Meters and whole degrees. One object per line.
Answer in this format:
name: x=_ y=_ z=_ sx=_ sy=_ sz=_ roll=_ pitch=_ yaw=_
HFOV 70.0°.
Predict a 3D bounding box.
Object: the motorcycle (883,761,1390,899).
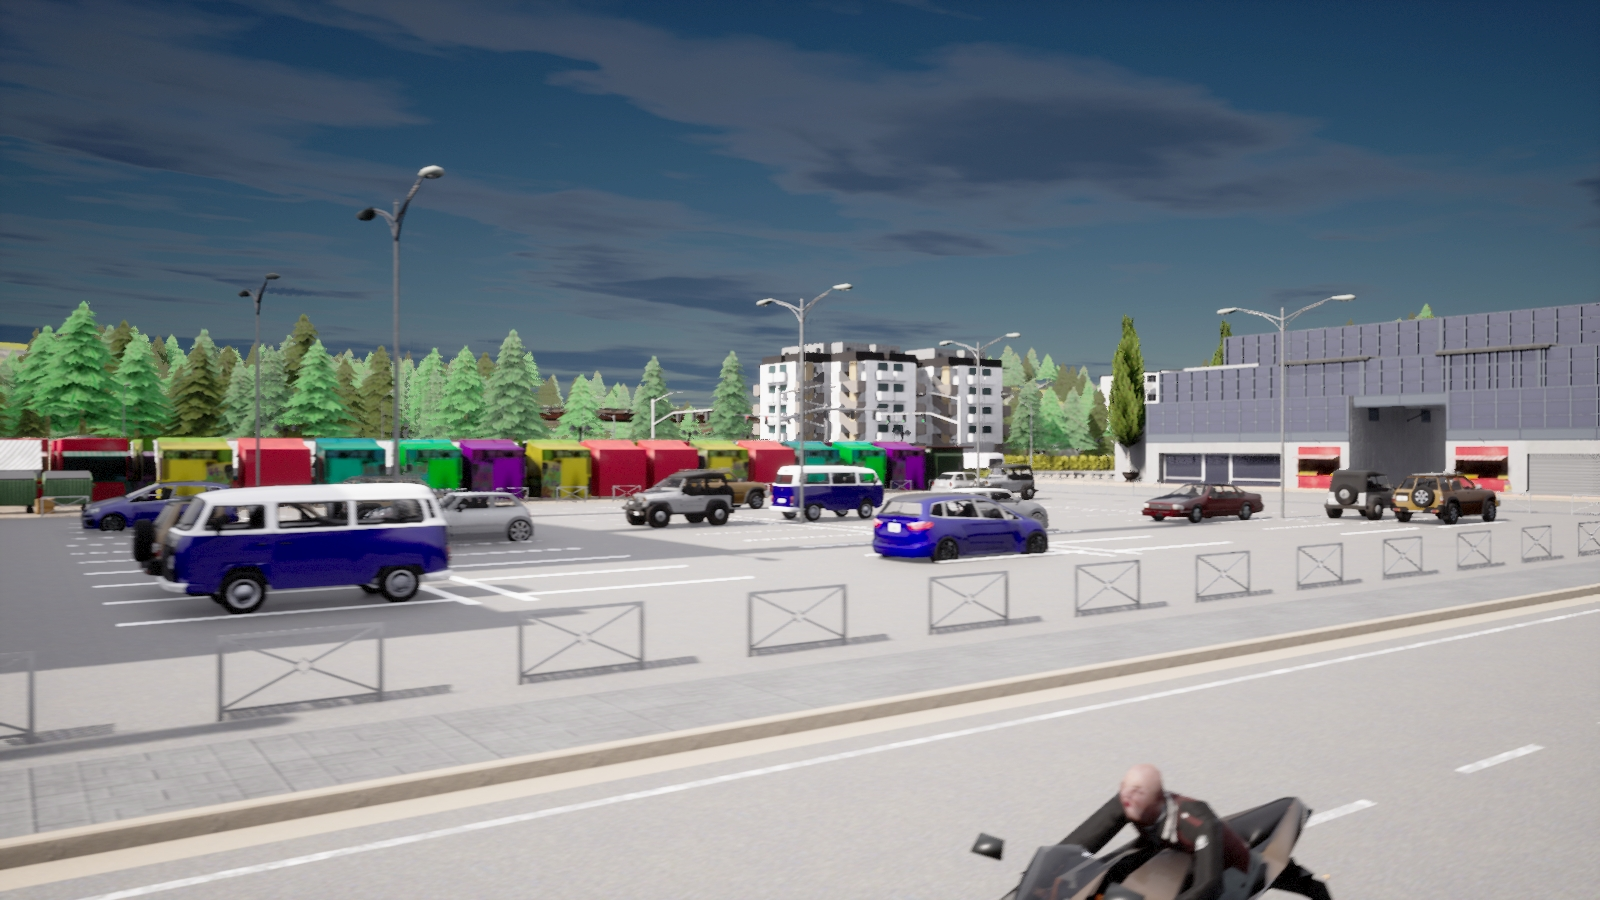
motorcycle: x=1.482 y=2.205 z=4.823 sx=2.209 sy=1.251 sz=0.867 roll=0 pitch=0 yaw=-35
